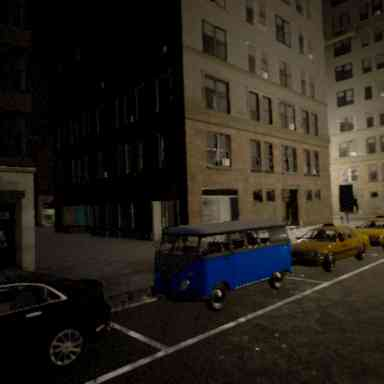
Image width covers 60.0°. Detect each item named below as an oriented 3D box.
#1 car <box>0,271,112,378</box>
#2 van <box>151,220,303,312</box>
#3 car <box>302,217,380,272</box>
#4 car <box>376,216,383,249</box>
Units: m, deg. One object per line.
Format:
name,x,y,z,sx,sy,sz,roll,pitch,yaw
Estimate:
car,-3.230,1.860,4.410,4.403,1.369,2.008,0,-3,-43
van,0.886,1.656,8.308,3.998,1.788,1.690,0,-3,-43
car,4.893,1.843,12.074,4.829,1.417,1.752,0,-3,-43
car,9.017,1.844,15.964,4.829,1.417,1.752,0,-3,-43
